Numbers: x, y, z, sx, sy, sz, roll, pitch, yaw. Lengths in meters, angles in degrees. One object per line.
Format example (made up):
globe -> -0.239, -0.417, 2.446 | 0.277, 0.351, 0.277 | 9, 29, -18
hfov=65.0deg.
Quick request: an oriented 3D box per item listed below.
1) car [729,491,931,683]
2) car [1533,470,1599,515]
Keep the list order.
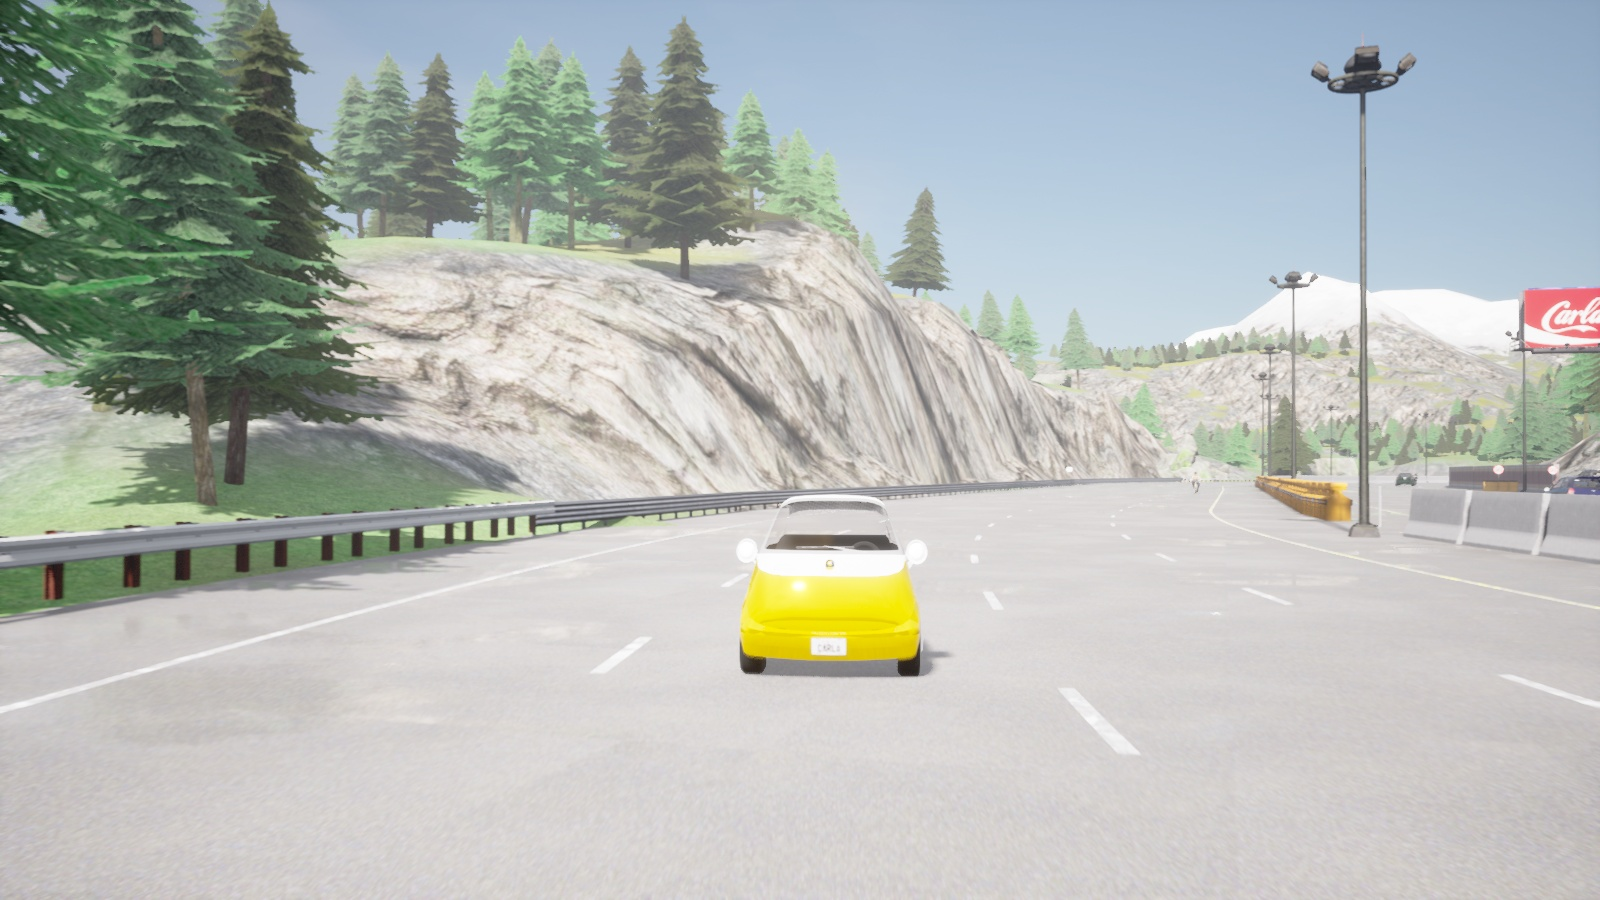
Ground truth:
car -> 0.286, 1.041, 10.334 | 1.481, 1.376, 2.207 | 0, -1, 4
car -> 27.498, 1.469, 44.436 | 1.845, 1.501, 3.633 | -1, -1, 17
